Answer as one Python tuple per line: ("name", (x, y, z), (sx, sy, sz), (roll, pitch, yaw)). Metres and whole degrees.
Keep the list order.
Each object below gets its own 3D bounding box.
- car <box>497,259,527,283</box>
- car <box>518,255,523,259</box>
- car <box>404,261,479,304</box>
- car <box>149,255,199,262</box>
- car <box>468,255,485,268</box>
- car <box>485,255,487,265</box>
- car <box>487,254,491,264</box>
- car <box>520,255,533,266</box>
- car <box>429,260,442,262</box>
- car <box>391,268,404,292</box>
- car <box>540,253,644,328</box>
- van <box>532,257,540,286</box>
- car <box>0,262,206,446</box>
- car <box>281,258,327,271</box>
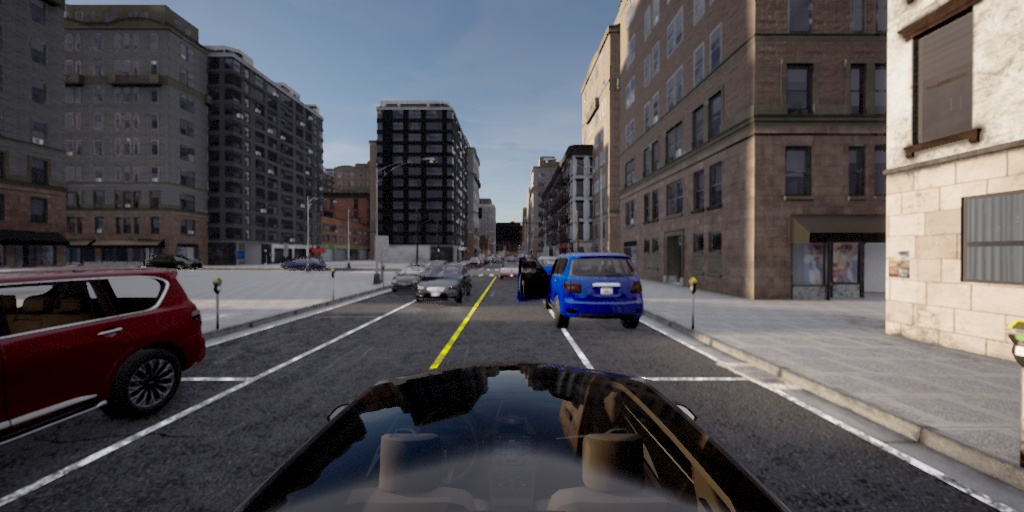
("car", (-0.029, 1.181, 29.603), (1.895, 1.301, 4.718), (0, 0, 0))
("car", (2.578, 0.716, 58.110), (2.192, 1.841, 5.009), (0, 0, 0))
("car", (-2.858, 1.157, 15.839), (2.128, 1.511, 4.902), (0, 0, 0))
("car", (-35.633, 0.689, 38.004), (4.553, 1.767, 2.097), (0, 0, 0))
("car", (-5.441, 0.875, 52.692), (1.967, 1.591, 4.097), (0, 0, 0))
("car", (-5.447, 0.926, 57.931), (1.751, 1.417, 4.829), (0, 0, 0))
("car", (-5.453, 0.681, 63.511), (2.192, 1.841, 5.009), (0, 0, 0))
("car", (2.584, 0.980, 52.701), (1.888, 1.381, 4.507), (0, 0, 0))
("car", (-5.413, 1.043, 25.813), (1.967, 1.591, 4.097), (0, 0, 0))
("car", (-5.407, 1.189, 20.133), (2.007, 1.370, 4.403), (0, 0, 0))
("car", (2.259, 0.915, 11.243), (2.150, 2.045, 5.566), (0, 0, 0))
("van", (2.612, 0.944, 25.821), (1.690, 1.789, 3.998), (0, 0, 0))
("car", (-5.389, 1.056, 3.093), (2.192, 1.841, 5.009), (0, 0, 0))
("car", (-23.749, 0.911, 40.986), (4.674, 1.442, 1.812), (0, 0, 0))
